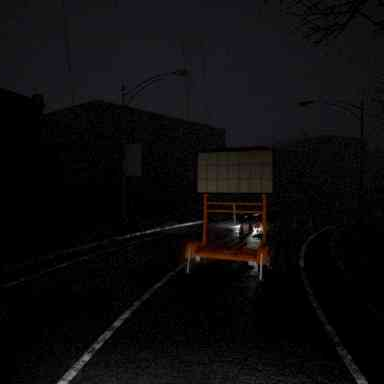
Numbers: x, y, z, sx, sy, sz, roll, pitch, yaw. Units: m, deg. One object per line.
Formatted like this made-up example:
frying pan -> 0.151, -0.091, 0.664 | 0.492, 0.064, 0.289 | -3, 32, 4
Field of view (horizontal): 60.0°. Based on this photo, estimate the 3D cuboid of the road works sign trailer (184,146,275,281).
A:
road works sign trailer -> 1.319, 0.460, 10.119 | 2.380, 3.560, 2.880 | 0, 0, 21

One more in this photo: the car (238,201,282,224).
car -> 5.229, 1.485, 25.093 | 1.837, 1.490, 4.892 | 0, 0, 37

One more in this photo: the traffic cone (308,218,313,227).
traffic cone -> 7.669, 1.979, 21.525 | 0.340, 0.580, 0.340 | 1, 0, 23

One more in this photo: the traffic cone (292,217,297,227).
traffic cone -> 6.748, 1.967, 21.914 | 0.340, 0.580, 0.340 | 1, 0, 23
